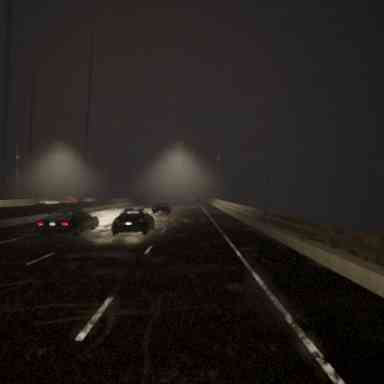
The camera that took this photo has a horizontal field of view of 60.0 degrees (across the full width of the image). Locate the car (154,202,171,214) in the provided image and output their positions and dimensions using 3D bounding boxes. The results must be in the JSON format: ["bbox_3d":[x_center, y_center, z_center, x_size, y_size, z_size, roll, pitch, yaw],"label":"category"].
[{"bbox_3d":[-3.403,1.819,37.685,1.895,1.301,4.718,0,0,0],"label":"car"}]

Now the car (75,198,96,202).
[{"bbox_3d":[-17.555,1.818,56.786,2.128,1.511,4.902,0,0,0],"label":"car"}]

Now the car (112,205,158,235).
[{"bbox_3d":[-3.402,1.679,19.818,1.994,1.385,4.181,0,0,0],"label":"car"}]

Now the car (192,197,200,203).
[{"bbox_3d":[1.041,1.949,82.257,1.882,1.535,5.008,0,0,0],"label":"car"}]

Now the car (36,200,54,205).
[{"bbox_3d":[-24.539,1.925,56.228,1.895,1.301,4.718,0,0,1],"label":"car"}]

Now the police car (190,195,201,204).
[{"bbox_3d":[1.042,1.841,72.368,1.930,1.638,5.238,0,0,0],"label":"police car"}]

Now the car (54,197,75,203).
[{"bbox_3d":[-21.053,1.678,56.538,2.097,1.767,4.553,0,0,0],"label":"car"}]

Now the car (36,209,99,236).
[{"bbox_3d":[-6.901,1.657,18.951,2.033,1.411,5.357,0,0,0],"label":"car"}]
